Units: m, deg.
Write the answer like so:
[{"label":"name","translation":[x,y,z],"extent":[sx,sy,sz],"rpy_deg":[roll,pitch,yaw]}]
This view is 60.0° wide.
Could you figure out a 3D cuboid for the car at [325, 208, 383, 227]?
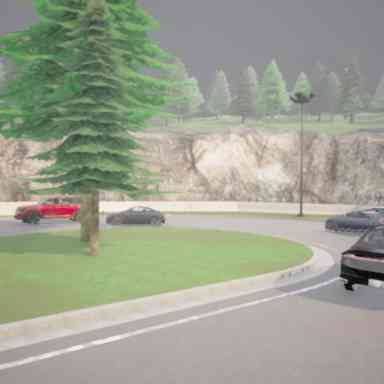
[{"label":"car","translation":[9.918,1.796,19.569],"extent":[1.994,1.385,4.181],"rpy_deg":[1,-1,-22]}]

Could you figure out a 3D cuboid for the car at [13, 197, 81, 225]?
[{"label":"car","translation":[-10.136,1.292,24.786],"extent":[5.566,2.045,2.150],"rpy_deg":[1,-1,-34]}]

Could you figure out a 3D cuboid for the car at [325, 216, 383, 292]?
[{"label":"car","translation":[5.298,1.601,8.271],"extent":[2.128,1.511,4.902],"rpy_deg":[0,0,44]}]

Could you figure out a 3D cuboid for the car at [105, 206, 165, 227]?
[{"label":"car","translation":[-3.978,1.687,23.530],"extent":[4.181,1.385,1.994],"rpy_deg":[1,-1,-6]}]
